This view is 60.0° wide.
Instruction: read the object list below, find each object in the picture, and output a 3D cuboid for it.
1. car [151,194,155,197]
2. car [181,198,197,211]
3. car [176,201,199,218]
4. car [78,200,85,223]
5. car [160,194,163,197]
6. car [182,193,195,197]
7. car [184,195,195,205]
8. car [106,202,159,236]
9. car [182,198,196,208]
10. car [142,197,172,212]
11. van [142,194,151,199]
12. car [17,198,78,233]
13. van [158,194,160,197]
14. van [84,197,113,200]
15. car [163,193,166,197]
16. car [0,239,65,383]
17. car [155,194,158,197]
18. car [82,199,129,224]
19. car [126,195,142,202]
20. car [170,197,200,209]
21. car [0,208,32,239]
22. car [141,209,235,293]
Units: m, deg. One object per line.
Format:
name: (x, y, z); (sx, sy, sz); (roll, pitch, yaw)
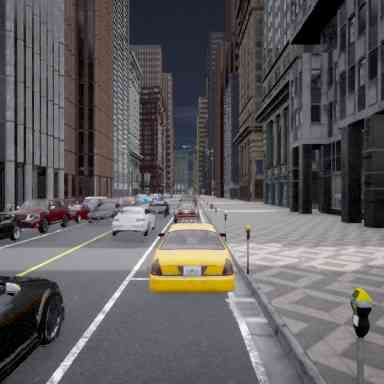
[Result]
car: (-8.911, 1.526, 64.631); (1.752, 1.417, 4.829); (0, 0, 0)
car: (-0.385, 1.544, 42.263); (1.887, 1.381, 4.507); (0, 0, 0)
car: (-0.385, 1.565, 30.990); (1.947, 1.339, 4.313); (0, 0, 0)
car: (-8.910, 1.544, 25.344); (1.887, 1.381, 4.507); (0, 0, 0)
car: (-8.911, 1.447, 81.710); (1.967, 1.590, 4.097); (0, 0, 0)
car: (-0.386, 1.314, 36.627); (2.192, 1.841, 5.009); (0, 0, 0)
car: (-0.386, 1.439, 59.171); (1.967, 1.590, 4.097); (0, 0, 0)
car: (-3.143, 1.525, 18.427); (1.812, 1.442, 4.674); (0, 0, 0)
car: (-0.385, 1.565, 47.899); (1.947, 1.339, 4.313); (0, 0, 0)
car: (-3.053, 1.490, 31.082); (2.128, 1.511, 4.902); (0, 0, 0)
van: (-8.911, 1.341, 59.164); (1.690, 1.788, 3.998); (0, 0, 0)
car: (-8.911, 1.314, 19.706); (2.192, 1.841, 5.009); (0, 0, 0)
van: (-8.912, 1.345, 76.073); (1.690, 1.788, 3.998); (0, 0, 0)
van: (-8.911, 1.340, 30.980); (1.690, 1.788, 3.998); (0, 0, 0)
car: (-8.912, 1.324, 87.347); (2.192, 1.841, 5.009); (0, 0, 0)
car: (-3.050, 1.564, 3.714); (1.994, 1.385, 4.181); (0, 0, 0)
car: (-8.911, 1.553, 70.437); (2.008, 1.369, 4.403); (0, 0, 0)
car: (-6.244, 1.504, 24.682); (1.837, 1.490, 4.892); (0, 0, 0)
car: (-8.911, 1.439, 47.891); (1.967, 1.590, 4.097); (0, 0, 0)
car: (-0.386, 1.439, 25.353); (1.967, 1.590, 4.097); (0, 0, 0)
car: (-8.910, 1.565, 14.070); (1.947, 1.339, 4.313); (0, 0, 0)
car: (0.005, 1.456, 8.840); (1.801, 1.575, 5.366); (0, 0, 0)
